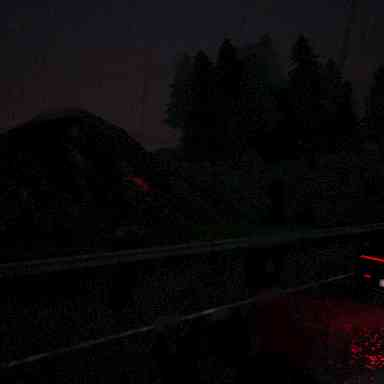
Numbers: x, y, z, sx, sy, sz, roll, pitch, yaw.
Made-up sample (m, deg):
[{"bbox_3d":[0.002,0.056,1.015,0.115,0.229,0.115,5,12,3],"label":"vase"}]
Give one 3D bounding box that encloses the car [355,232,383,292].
[{"bbox_3d":[5.731,1.501,7.723,4.892,1.490,1.837,0,0,-35],"label":"car"}]
